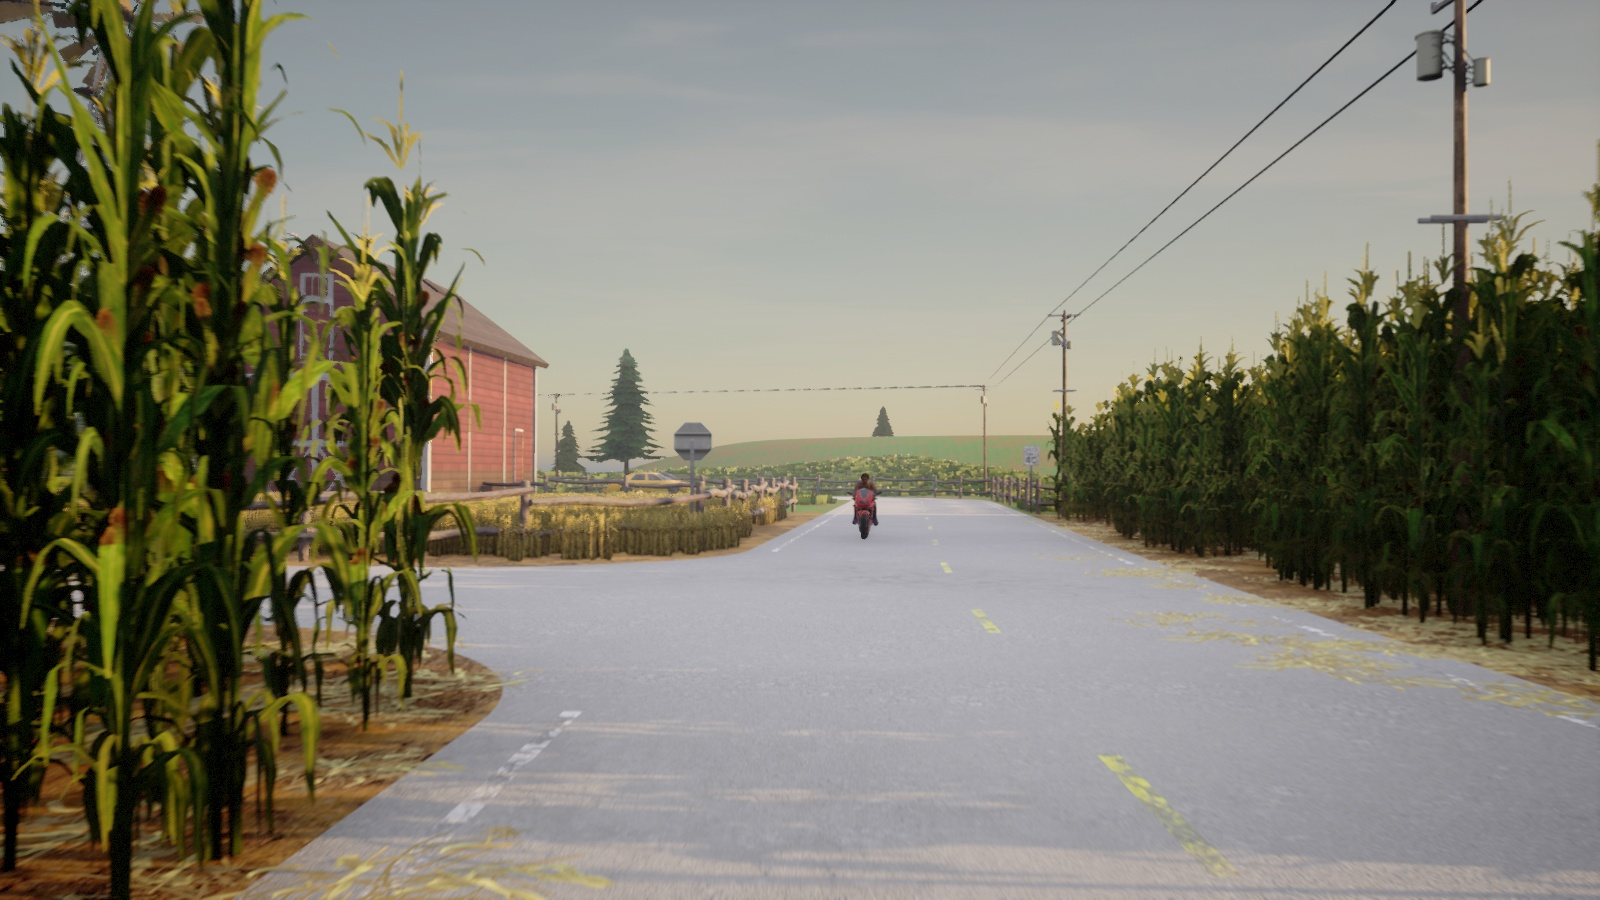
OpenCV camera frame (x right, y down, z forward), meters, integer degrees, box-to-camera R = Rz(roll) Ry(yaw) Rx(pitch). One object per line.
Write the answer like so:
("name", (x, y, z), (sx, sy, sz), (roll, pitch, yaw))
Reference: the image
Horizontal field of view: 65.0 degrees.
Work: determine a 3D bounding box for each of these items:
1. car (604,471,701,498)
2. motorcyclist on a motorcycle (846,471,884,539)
("car", (-8.659, 2.024, 73.893), (5.366, 1.575, 1.801), (0, -1, 11))
("motorcyclist on a motorcycle", (1.517, 1.282, 29.186), (0.797, 1.523, 2.044), (0, -2, 5))
